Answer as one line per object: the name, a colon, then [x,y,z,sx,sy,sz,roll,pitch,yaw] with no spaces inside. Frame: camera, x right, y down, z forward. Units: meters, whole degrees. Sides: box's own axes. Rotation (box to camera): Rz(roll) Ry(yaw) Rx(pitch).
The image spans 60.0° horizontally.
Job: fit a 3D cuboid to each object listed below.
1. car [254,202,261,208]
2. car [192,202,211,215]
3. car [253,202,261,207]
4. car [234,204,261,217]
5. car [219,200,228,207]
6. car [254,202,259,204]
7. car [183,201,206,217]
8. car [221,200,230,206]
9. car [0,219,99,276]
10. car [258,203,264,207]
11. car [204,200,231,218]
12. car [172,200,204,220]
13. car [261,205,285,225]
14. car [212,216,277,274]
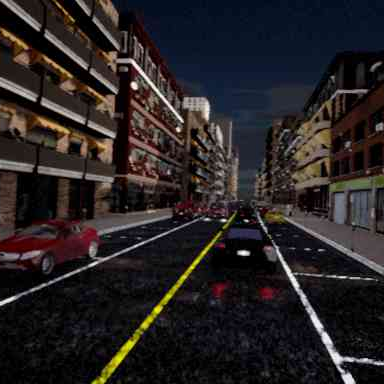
car: [17.063,3.254,86.717,1.752,1.417,4.829,3,-1,10]
car: [1.318,2.113,43.485,1.887,1.381,4.507,3,-1,10]
car: [17.965,3.394,92.107,1.947,1.339,4.313,3,-1,10]
car: [4.615,2.032,28.169,1.837,1.490,4.892,2,-1,10]
car: [7.844,2.844,82.387,2.008,1.369,4.403,3,-1,10]
car: [13.304,2.863,64.319,2.008,1.369,4.403,3,-1,10]
car: [0.390,1.904,37.927,1.967,1.590,4.097,3,-1,10]
car: [8.776,2.947,87.945,2.008,1.369,4.403,3,-1,10]
car: [-4.279,1.524,10.138,1.802,1.307,4.206,3,-1,10]
car: [9.574,2.442,42.089,1.887,1.381,4.507,3,-1,10]
car: [2.746,1.892,36.101,2.097,1.767,4.553,2,-1,10]
car: [-0.536,1.675,32.372,2.192,1.841,5.009,3,-1,10]
car: [7.739,2.217,31.142,1.752,1.417,4.829,3,-1,10]
car: [1.837,1.780,11.622,1.994,1.385,4.181,2,-1,10]
